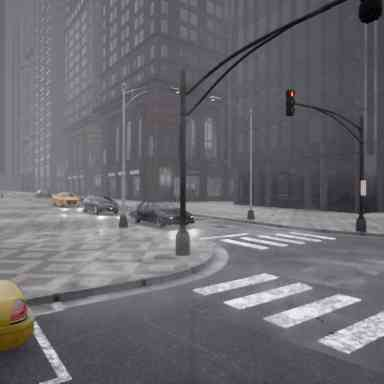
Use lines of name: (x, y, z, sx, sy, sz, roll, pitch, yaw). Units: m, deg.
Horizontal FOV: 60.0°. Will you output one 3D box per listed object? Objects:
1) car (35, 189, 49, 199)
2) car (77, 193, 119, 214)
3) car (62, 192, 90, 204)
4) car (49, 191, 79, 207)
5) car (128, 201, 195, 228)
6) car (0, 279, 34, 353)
car: (-26.868, 0.247, 59.978, 2.097, 1.767, 4.553, 0, 1, -35)
car: (-7.799, 1.020, 28.165, 1.837, 1.490, 4.892, 0, 1, -36)
car: (-15.550, 0.758, 44.336, 2.033, 1.411, 5.357, 0, 1, -36)
car: (-13.897, 0.807, 36.610, 1.882, 1.535, 5.008, 0, 1, -35)
car: (-2.029, 1.245, 20.183, 2.033, 1.411, 5.357, 0, 1, -36)
car: (-4.380, 1.524, 3.519, 4.829, 1.417, 1.752, 0, 0, -36)
